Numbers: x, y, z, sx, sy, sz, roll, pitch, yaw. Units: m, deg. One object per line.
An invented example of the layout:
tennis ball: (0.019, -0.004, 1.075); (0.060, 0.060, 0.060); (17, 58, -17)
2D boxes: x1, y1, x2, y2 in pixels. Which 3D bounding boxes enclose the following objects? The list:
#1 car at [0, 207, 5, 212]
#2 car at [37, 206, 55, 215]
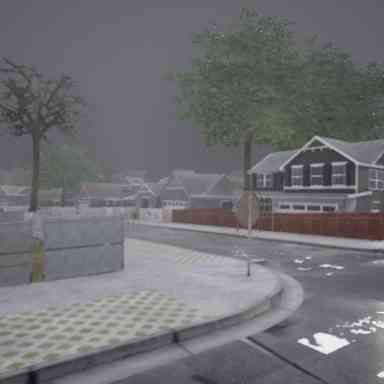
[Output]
car: (-43.006, 3.974, 73.279); (5.008, 1.535, 1.882); (-2, -3, 40)
car: (-20.416, 2.789, 45.578); (2.097, 1.767, 4.553); (2, -3, -38)
